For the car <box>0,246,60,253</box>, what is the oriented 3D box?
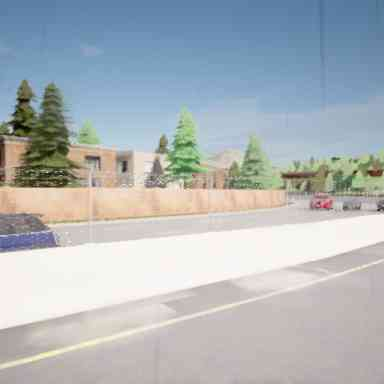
[{"bbox_3d":[-5.814,1.352,8.536,4.553,1.767,2.097,0,0,-36],"label":"car"}]
